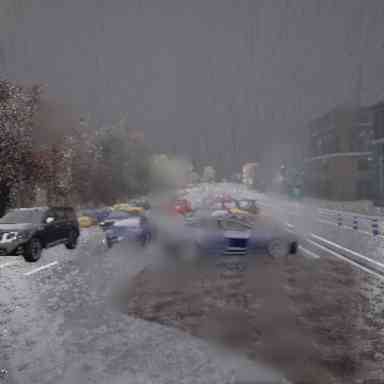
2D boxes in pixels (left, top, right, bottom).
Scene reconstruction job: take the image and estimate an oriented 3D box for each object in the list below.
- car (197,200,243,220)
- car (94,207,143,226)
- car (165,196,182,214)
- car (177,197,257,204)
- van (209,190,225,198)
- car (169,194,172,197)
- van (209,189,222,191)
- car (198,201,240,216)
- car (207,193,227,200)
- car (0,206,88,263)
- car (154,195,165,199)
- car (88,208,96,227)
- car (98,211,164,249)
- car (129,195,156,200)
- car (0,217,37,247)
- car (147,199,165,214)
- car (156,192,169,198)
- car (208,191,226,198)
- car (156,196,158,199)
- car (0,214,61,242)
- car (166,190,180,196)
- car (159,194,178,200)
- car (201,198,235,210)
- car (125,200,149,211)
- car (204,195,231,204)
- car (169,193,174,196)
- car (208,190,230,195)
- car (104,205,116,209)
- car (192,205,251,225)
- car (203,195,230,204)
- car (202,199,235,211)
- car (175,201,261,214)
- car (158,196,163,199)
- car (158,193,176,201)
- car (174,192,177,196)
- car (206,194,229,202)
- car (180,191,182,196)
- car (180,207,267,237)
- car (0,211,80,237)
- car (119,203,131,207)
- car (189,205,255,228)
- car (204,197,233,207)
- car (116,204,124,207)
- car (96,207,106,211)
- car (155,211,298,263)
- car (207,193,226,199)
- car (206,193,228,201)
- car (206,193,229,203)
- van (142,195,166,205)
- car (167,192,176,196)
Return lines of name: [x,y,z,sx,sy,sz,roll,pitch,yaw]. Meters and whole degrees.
car: [2.891,1.809,34.304,4.553,1.767,2.185,-2,0,4]
car: [-5.788,2.235,27.055,2.033,1.411,5.357,-2,-1,4]
car: [-1.334,1.831,38.051,2.150,2.045,5.566,-2,0,4]
car: [2.052,1.587,23.189,5.566,2.045,2.435,-2,-1,4]
van: [6.974,0.542,92.561,4.442,1.987,1.878,-2,1,4]
car: [-7.505,1.776,74.077,4.674,1.452,2.002,-2,1,4]
van: [5.605,0.986,75.984,4.442,1.987,1.878,-2,1,4]
car: [3.222,1.959,39.870,4.792,1.488,2.163,-2,0,4]
car: [6.115,1.063,81.532,5.008,1.535,2.097,-2,1,4]
car: [-6.698,1.655,14.161,2.150,2.045,5.566,-2,-2,4]
car: [-8.449,2.023,62.979,5.366,1.575,1.946,-2,1,4]
car: [-10.946,2.337,26.825,5.366,1.575,1.946,-2,-1,4]
car: [-2.861,1.898,16.626,1.812,1.442,4.674,-2,-2,4]
car: [-9.073,2.018,51.719,5.566,2.045,2.435,-2,1,4]
car: [-11.356,2.219,18.334,4.674,1.452,2.002,-2,-2,4]
car: [-4.417,2.165,45.846,1.882,1.535,5.008,-2,0,5]
car: [-8.055,1.697,65.736,5.566,2.045,2.435,-2,1,4]
car: [6.706,0.717,89.856,4.553,1.767,2.185,-2,1,4]
car: [-8.689,2.036,57.287,4.553,1.767,2.185,-2,1,4]
car: [-11.178,2.272,21.240,4.792,1.488,2.163,-2,-1,4]
car: [-6.724,1.195,85.180,5.566,2.045,2.435,-2,1,4]
car: [-6.364,1.340,90.743,4.674,1.452,2.002,-2,1,4]
car: [4.023,1.809,50.985,5.008,1.535,2.097,-2,1,4]
car: [-9.234,2.334,46.142,5.366,1.575,1.946,-2,0,4]
car: [4.975,1.492,64.877,5.008,1.535,2.097,-2,1,4]
car: [-7.319,1.664,76.854,5.008,1.535,2.097,-2,1,4]
car: [4.742,1.313,62.098,5.566,2.045,2.435,-2,1,4]
car: [-10.377,2.381,32.245,5.008,1.535,2.097,-2,0,4]
car: [2.507,1.938,28.735,4.792,1.488,2.163,-2,0,4]
car: [4.974,1.425,67.666,5.366,1.575,1.946,-2,1,4]
car: [3.824,1.892,48.204,4.674,1.452,2.002,-2,1,4]
car: [1.665,1.603,17.629,4.553,1.767,2.185,-2,-1,4]
car: [-8.458,2.094,60.065,5.008,1.535,2.097,-2,1,4]
car: [-6.526,1.247,87.959,4.553,1.767,2.185,-2,1,4]
car: [-6.960,1.550,82.410,4.792,1.488,2.163,-2,1,4]
car: [5.533,1.281,73.205,4.892,1.521,2.231,-2,1,4]
car: [-6.167,1.225,93.519,5.008,1.535,2.097,-2,1,4]
car: [1.899,1.787,20.395,5.008,1.535,2.097,-2,-1,4]
car: [-11.141,2.295,24.037,5.366,1.575,1.946,-2,-1,4]
car: [-9.981,2.392,37.940,4.892,1.521,2.231,-2,0,4]
car: [2.290,1.879,25.964,4.892,1.521,2.231,-2,-1,4]
car: [4.429,1.729,56.546,4.792,1.488,2.163,-2,1,4]
car: [-10.184,2.391,35.029,5.008,1.535,2.097,-2,0,4]
car: [-10.546,2.391,29.459,4.792,1.488,2.163,-2,-1,4]
car: [1.340,1.621,12.066,4.792,1.488,2.163,-2,-2,4]
car: [6.298,1.031,84.311,4.674,1.452,2.002,-2,1,4]
car: [5.914,1.136,78.757,5.008,1.535,2.097,-2,1,4]
car: [5.367,1.227,70.299,4.553,1.767,2.185,-2,1,4]
van: [-7.776,1.648,68.508,4.442,1.987,1.878,-2,1,4]
car: [-7.130,1.593,79.632,4.892,1.521,2.231,-2,1,4]
